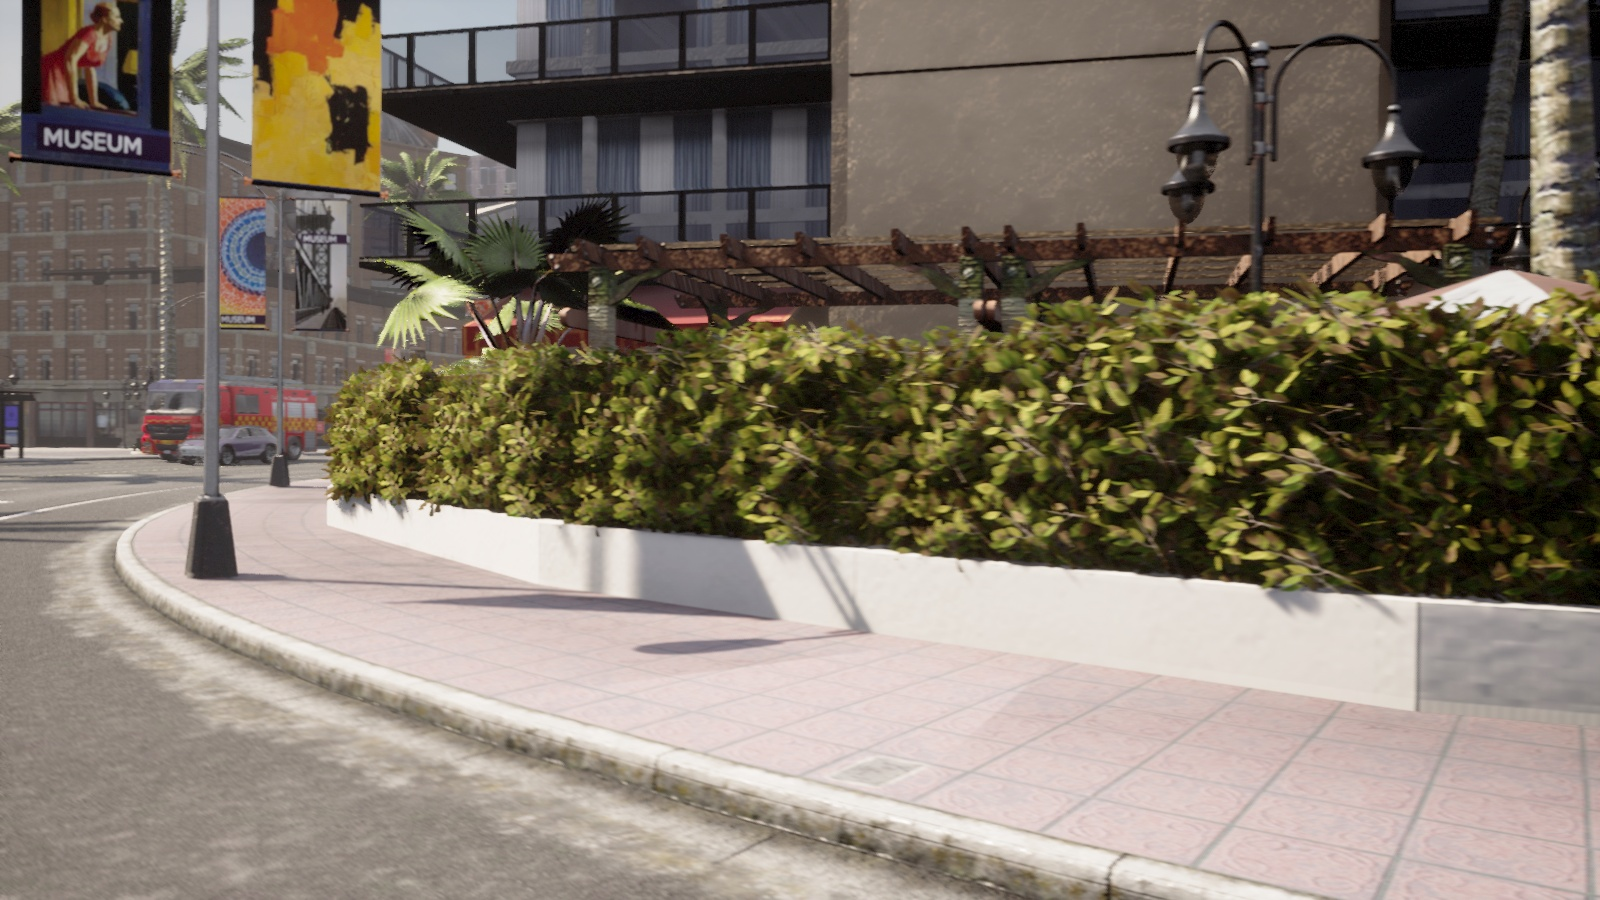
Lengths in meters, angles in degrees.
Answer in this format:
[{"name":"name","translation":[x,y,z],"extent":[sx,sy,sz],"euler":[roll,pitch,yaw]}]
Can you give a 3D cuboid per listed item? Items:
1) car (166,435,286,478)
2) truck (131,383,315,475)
[{"name":"car","translation":[-23.367,0.212,51.342],"extent":[2.033,1.649,4.856],"euler":[0,1,10]},{"name":"truck","translation":[-25.848,-0.931,56.861],"extent":[2.891,3.827,8.468],"euler":[0,1,14]}]
